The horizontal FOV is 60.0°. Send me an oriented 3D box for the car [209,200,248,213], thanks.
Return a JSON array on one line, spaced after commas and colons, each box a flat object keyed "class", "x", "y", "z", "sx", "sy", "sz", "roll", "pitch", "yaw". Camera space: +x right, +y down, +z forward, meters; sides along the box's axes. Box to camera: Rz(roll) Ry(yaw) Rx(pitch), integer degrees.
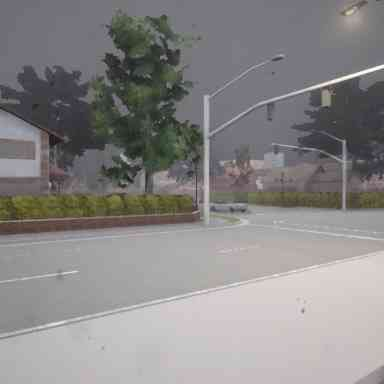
[{"class": "car", "x": 3.869, "y": 1.510, "z": 36.329, "sx": 1.895, "sy": 1.301, "sz": 4.718, "roll": 0, "pitch": 0, "yaw": -36}]
